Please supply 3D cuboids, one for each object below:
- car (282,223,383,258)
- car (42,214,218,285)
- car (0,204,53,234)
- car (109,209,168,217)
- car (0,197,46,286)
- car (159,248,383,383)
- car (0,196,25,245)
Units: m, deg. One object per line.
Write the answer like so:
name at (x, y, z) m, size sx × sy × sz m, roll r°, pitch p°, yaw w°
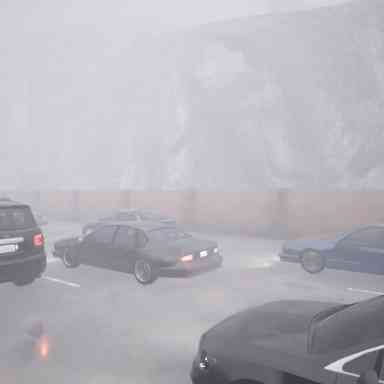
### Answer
car at (5.160, 1.547, 8.916) m, size 5.357 × 1.411 × 2.033 m, roll 0°, pitch 0°, yaw 35°
car at (-1.762, 1.547, 9.530) m, size 5.357 × 1.411 × 2.033 m, roll 0°, pitch 0°, yaw 35°
car at (-11.011, 1.547, 20.402) m, size 5.357 × 1.411 × 2.033 m, roll 0°, pitch 0°, yaw 35°
car at (-2.785, 1.505, 14.555) m, size 4.892 × 1.490 × 1.837 m, roll 0°, pitch 0°, yaw 35°
car at (-5.865, 1.221, 8.155) m, size 5.566 × 2.045 × 2.150 m, roll 0°, pitch 0°, yaw 35°
car at (2.247, 1.505, 2.445) m, size 4.892 × 1.490 × 1.837 m, roll 0°, pitch 0°, yaw 35°
car at (-10.357, 1.221, 15.634) m, size 5.566 × 2.045 × 2.150 m, roll 0°, pitch 0°, yaw 36°
